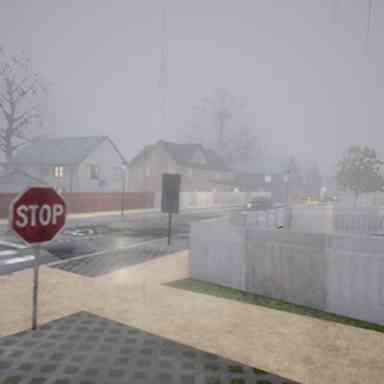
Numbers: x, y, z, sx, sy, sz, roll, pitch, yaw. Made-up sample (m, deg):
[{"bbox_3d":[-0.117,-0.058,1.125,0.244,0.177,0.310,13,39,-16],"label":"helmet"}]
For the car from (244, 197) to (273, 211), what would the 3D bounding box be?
[{"bbox_3d":[7.572,1.281,37.547,2.128,1.511,4.902,4,2,36],"label":"car"}]

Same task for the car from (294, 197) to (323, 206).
[{"bbox_3d":[14.558,1.412,42.094,1.882,1.535,5.008,4,3,37],"label":"car"}]

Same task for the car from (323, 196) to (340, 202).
[{"bbox_3d":[20.886,1.388,49.997,2.128,1.511,4.902,4,3,41],"label":"car"}]
